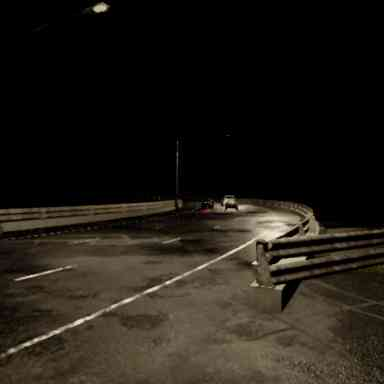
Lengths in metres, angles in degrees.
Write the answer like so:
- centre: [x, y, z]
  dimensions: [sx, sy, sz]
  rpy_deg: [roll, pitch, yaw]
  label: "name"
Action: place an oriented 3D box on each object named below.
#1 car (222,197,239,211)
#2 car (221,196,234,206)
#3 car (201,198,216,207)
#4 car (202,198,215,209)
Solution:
- centre: [5.680, 1.900, 47.449]
  dimensions: [2.033, 1.411, 5.357]
  rpy_deg: [1, 0, 6]
  label: "car"
- centre: [6.469, 1.655, 59.170]
  dimensions: [2.150, 2.045, 5.566]
  rpy_deg: [1, 0, 0]
  label: "car"
- centre: [3.000, 1.896, 60.945]
  dimensions: [2.128, 1.511, 4.902]
  rpy_deg: [1, 0, -3]
  label: "car"
- centre: [2.509, 1.843, 50.963]
  dimensions: [1.837, 1.490, 4.892]
  rpy_deg: [1, 0, 5]
  label: "car"
